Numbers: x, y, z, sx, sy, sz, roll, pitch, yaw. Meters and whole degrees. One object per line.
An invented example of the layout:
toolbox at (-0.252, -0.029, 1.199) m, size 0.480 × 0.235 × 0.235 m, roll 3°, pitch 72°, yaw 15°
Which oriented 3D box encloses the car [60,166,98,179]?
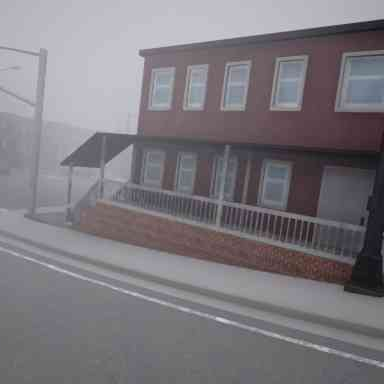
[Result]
car at (-14.146, -2.509, 41.812) m, size 1.837 × 1.490 × 4.892 m, roll 10°, pitch 6°, yaw 35°

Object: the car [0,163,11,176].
car at (-20.426, -2.456, 33.131) m, size 1.994 × 1.385 × 4.181 m, roll 10°, pitch 6°, yaw 35°

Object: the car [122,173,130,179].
car at (-8.032, -2.459, 50.250) m, size 2.033 × 1.411 × 5.357 m, roll 10°, pitch 6°, yaw 36°
